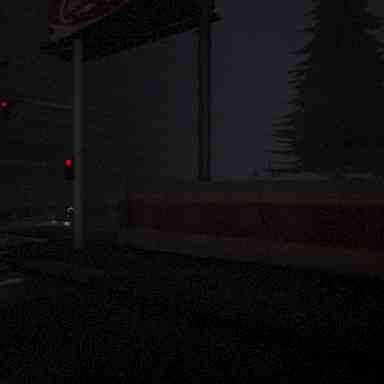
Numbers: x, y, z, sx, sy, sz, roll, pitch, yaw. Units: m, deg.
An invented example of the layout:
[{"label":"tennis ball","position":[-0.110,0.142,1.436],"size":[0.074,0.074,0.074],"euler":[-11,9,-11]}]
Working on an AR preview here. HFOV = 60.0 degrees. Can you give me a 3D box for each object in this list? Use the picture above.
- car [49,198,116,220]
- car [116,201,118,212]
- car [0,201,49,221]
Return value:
[{"label":"car","position":[-9.032,1.363,27.769],"size":[2.097,1.767,4.553],"euler":[0,0,35]},{"label":"car","position":[-8.211,1.613,35.007],"size":[1.895,1.301,4.718],"euler":[0,0,35]},{"label":"car","position":[-13.553,1.504,27.437],"size":[2.128,1.511,4.902],"euler":[0,0,35]}]
